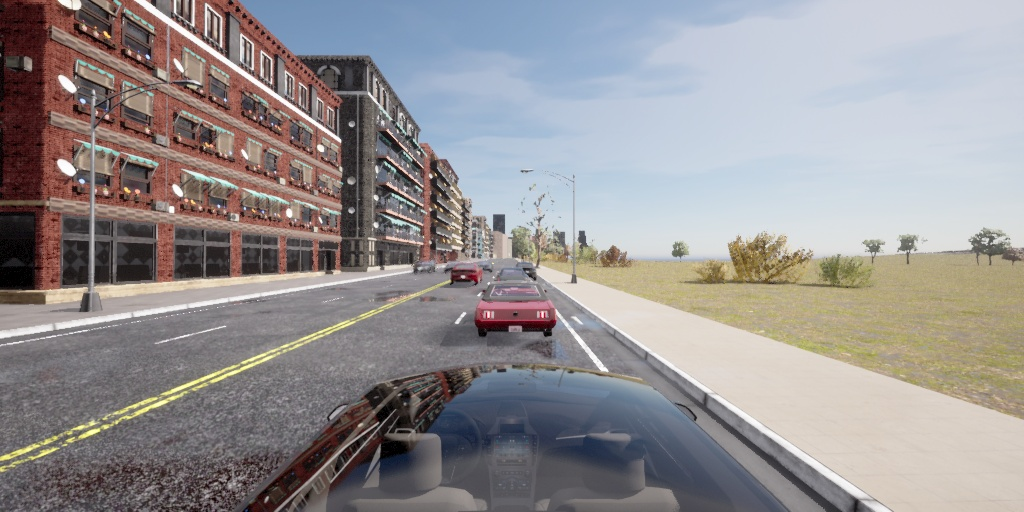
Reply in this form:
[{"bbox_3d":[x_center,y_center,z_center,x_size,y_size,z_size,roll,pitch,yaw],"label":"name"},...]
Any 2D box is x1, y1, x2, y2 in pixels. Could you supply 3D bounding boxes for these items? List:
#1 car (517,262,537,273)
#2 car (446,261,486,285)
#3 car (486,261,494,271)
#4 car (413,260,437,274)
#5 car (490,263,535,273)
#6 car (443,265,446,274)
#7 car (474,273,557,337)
[{"bbox_3d":[1.052,1.259,30.298,1.837,1.490,4.892,0,0,0],"label":"car"},{"bbox_3d":[-3.223,1.231,26.038,1.882,1.535,5.008,0,0,0],"label":"car"},{"bbox_3d":[-3.285,1.300,44.073,2.033,1.411,5.357,0,0,0],"label":"car"},{"bbox_3d":[-9.969,1.245,41.257,2.128,1.511,4.902,0,0,0],"label":"car"},{"bbox_3d":[0.036,1.317,20.305,1.994,1.385,4.181,0,0,0],"label":"car"},{"bbox_3d":[-6.722,1.300,42.129,2.033,1.411,5.357,0,0,0],"label":"car"},{"bbox_3d":[0.075,1.352,10.274,1.895,1.301,4.718,0,0,0],"label":"car"}]
